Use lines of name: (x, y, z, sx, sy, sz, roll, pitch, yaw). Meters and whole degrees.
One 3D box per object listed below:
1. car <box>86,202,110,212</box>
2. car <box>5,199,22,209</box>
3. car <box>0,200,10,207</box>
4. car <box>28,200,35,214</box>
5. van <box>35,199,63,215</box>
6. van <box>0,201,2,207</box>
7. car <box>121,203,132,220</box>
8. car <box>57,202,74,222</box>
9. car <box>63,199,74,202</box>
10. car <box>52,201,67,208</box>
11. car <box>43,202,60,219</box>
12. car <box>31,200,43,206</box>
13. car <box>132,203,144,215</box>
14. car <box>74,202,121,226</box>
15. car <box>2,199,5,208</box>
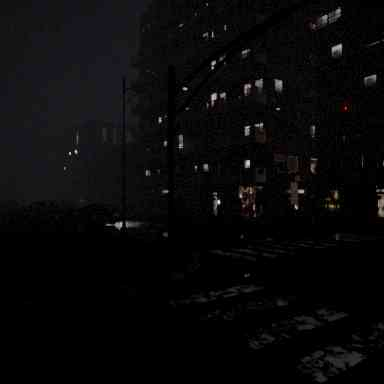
car: (-13.752, 2.192, 48.604, 1.947, 1.339, 4.313, -1, 0, -35)
car: (-33.197, 2.365, 62.313, 1.967, 1.590, 4.097, -1, 0, -35)
car: (-42.714, 2.666, 75.674, 1.752, 1.417, 4.829, -1, 0, -35)
car: (-20.374, 2.073, 44.314, 1.967, 1.590, 4.097, -1, 0, -35)
van: (-17.170, 1.900, 39.815, 1.690, 1.788, 3.998, -1, 0, -35)
van: (-39.610, 2.411, 71.313, 1.690, 1.788, 3.998, -1, 0, -35)
car: (-7.942, 1.888, 31.306, 2.128, 1.511, 4.902, 0, -1, -35)
car: (-10.656, 1.934, 30.677, 1.752, 1.417, 4.829, -1, 0, -35)
car: (-23.368, 2.160, 62.094, 2.192, 1.841, 5.009, -1, 0, -35)
car: (-26.567, 2.462, 66.591, 1.887, 1.381, 4.507, -1, 0, -35)
car: (-13.960, 2.036, 35.314, 2.008, 1.369, 4.403, -1, 0, -35)
car: (-39.382, 2.773, 84.578, 1.947, 1.339, 4.313, -1, 0, -35)
car: (-7.444, 2.006, 39.749, 1.752, 1.417, 4.829, -1, 0, -35)
car: (-7.551, 1.777, 26.316, 1.967, 1.590, 4.097, -1, 0, -35)
car: (-36.401, 2.542, 66.813, 1.887, 1.381, 4.507, -1, 0, -35)
